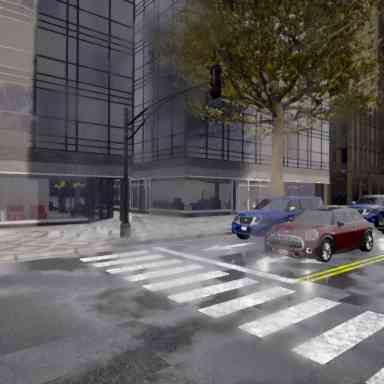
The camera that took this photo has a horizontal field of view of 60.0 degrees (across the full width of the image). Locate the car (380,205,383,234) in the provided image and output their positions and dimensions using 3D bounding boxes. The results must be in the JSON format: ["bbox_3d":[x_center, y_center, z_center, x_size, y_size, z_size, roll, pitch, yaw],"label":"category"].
[{"bbox_3d":[12.076,1.553,18.100,5.357,1.411,2.033,0,0,-39],"label":"car"}]

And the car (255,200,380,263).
[{"bbox_3d":[4.700,1.355,12.168,4.553,1.767,2.097,0,0,-39],"label":"car"}]

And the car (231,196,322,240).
[{"bbox_3d":[4.395,1.223,16.093,5.566,2.045,2.150,0,0,-39],"label":"car"}]

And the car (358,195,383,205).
[{"bbox_3d":[12.477,1.225,22.588,5.566,2.045,2.150,0,0,-39],"label":"car"}]
